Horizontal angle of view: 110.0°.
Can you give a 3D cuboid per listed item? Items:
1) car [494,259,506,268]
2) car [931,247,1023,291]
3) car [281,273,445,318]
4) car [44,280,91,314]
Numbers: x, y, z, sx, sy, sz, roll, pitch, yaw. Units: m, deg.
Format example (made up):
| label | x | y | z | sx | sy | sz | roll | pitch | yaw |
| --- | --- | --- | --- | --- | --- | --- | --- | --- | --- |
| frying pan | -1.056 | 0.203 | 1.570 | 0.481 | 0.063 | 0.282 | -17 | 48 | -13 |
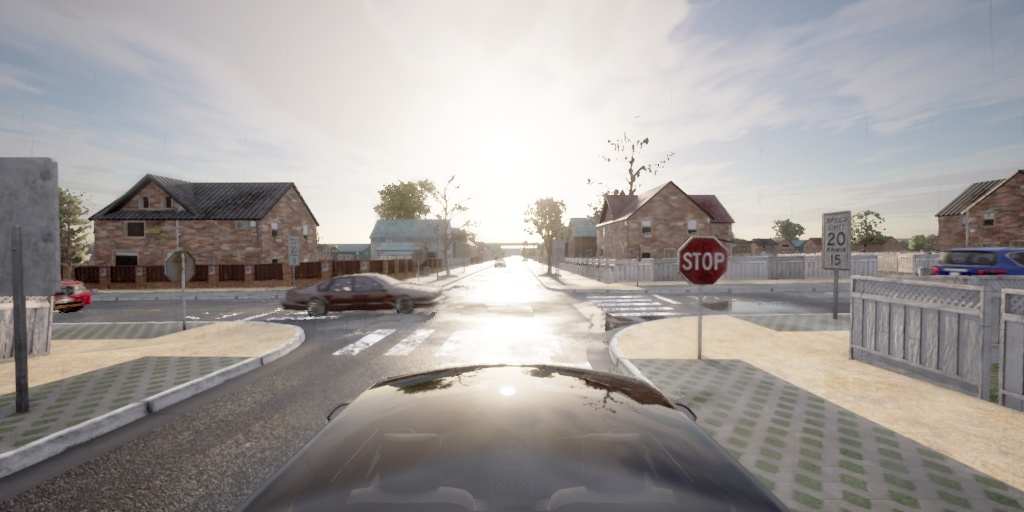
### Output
| label | x | y | z | sx | sy | sz | roll | pitch | yaw |
| --- | --- | --- | --- | --- | --- | --- | --- | --- | --- |
| car | -1.998 | 1.232 | 62.241 | 1.812 | 1.442 | 4.674 | 0 | 0 | 1 |
| car | 18.179 | 0.695 | 12.503 | 5.566 | 2.045 | 2.150 | -1 | 1 | 1 |
| car | -5.244 | 1.342 | 12.919 | 5.357 | 1.411 | 2.033 | -2 | 1 | 1 |
| car | -19.101 | 1.295 | 13.153 | 5.566 | 2.045 | 2.150 | -1 | 1 | 1 |
